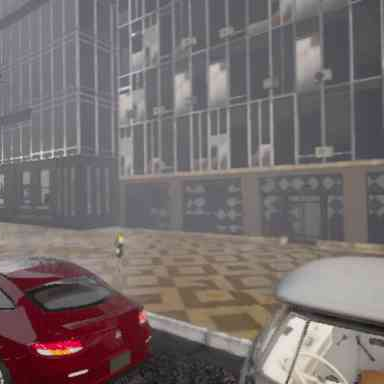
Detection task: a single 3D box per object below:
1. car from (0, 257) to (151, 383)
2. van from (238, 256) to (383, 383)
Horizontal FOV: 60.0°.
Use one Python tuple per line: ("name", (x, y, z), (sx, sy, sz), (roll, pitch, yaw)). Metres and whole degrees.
("car", (-2.420, 1.581, 4.614), (4.206, 1.307, 1.802), (0, -1, 35))
("van", (2.068, 1.342, 1.422), (3.998, 1.788, 1.690), (0, -1, 35))
